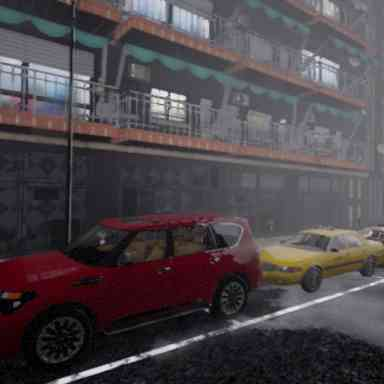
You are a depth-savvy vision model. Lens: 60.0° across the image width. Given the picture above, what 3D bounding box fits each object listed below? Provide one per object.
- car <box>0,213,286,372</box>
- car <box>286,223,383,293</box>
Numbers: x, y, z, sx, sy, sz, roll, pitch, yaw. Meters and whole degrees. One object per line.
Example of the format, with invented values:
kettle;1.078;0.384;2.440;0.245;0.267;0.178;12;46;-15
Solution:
car;-0.902;1.355;5.914;5.009;1.841;2.192;1;0;-36
car;3.524;1.618;9.144;4.829;1.417;1.752;1;0;-36
